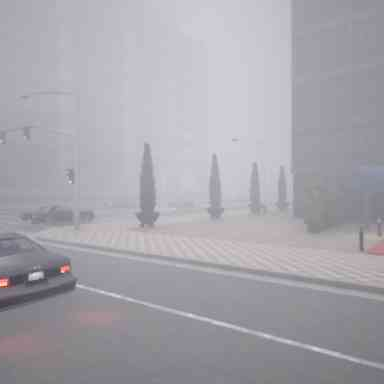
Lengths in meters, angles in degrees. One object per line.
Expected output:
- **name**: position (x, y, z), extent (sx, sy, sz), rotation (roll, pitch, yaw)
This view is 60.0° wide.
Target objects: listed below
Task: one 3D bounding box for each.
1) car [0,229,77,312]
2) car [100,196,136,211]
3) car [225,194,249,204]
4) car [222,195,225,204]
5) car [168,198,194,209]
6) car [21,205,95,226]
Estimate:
- **car**: position (-4.818, 1.546, 7.398), extent (5.357, 1.411, 2.033), rotation (0, 0, 36)
- **car**: position (-9.140, 1.344, 41.327), extent (2.097, 1.767, 4.553), rotation (0, 0, 36)
- **car**: position (8.333, 1.395, 59.349), extent (1.895, 1.301, 4.718), rotation (0, 0, 36)
- **car**: position (4.598, 1.594, 60.185), extent (1.895, 1.301, 4.718), rotation (0, 0, 36)
- **car**: position (-1.496, 1.558, 45.919), extent (1.994, 1.385, 4.181), rotation (0, 0, 36)
- **car**: position (-9.196, 1.596, 23.348), extent (1.895, 1.301, 4.718), rotation (0, 0, 35)
